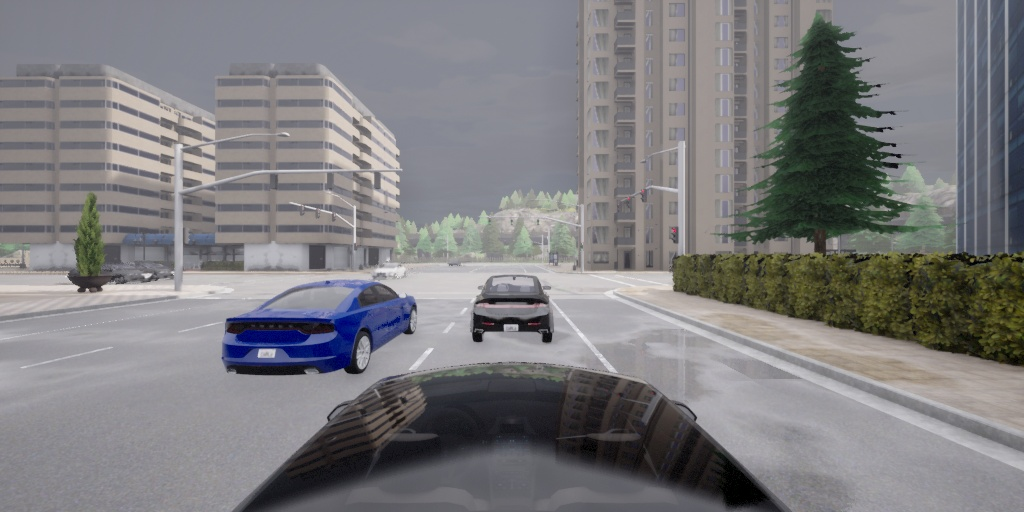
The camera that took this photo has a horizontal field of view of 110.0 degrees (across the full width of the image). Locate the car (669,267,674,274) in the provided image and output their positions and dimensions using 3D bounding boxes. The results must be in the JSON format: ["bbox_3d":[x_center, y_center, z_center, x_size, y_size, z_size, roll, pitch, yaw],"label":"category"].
[{"bbox_3d":[18.082,1.102,35.624,4.553,1.767,2.097,0,0,1],"label":"car"}]

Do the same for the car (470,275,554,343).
[{"bbox_3d":[0.049,1.242,9.695,2.128,1.511,4.902,0,0,2],"label":"car"}]

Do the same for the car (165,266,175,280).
[{"bbox_3d":[-29.514,1.240,28.913,4.902,1.511,2.128,0,0,1],"label":"car"}]

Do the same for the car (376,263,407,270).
[{"bbox_3d":[-10.488,1.310,31.037,1.812,1.442,4.674,0,0,0],"label":"car"}]

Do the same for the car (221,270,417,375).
[{"bbox_3d":[-3.449,1.228,7.552,1.882,1.535,5.008,0,0,1],"label":"car"}]

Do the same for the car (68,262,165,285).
[{"bbox_3d":[-28.246,1.240,25.398,4.902,1.511,2.128,0,0,1],"label":"car"}]
